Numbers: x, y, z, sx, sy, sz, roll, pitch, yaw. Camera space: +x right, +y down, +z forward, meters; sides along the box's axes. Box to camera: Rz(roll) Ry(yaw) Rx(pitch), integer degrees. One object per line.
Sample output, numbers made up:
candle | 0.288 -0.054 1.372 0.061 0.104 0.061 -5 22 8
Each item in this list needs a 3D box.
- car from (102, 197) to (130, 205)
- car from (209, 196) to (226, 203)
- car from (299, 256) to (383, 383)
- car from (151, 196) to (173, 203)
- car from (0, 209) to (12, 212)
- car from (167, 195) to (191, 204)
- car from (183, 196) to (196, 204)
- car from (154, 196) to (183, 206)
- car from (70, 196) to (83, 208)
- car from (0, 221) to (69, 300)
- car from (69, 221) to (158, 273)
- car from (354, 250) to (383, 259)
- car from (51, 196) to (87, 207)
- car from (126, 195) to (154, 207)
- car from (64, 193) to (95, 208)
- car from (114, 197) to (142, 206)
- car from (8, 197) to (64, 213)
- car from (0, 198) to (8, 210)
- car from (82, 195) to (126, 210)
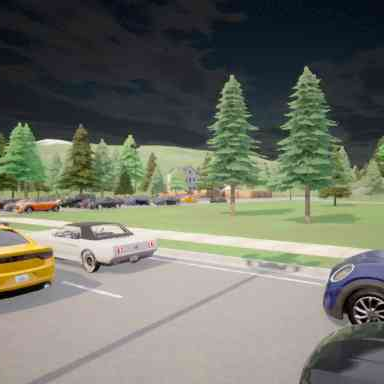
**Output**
car | -13.352 1.601 58.691 1.895 1.301 4.718 0 0 36
car | 5.104 1.564 66.057 1.994 1.385 4.181 0 0 37
car | 3.085 1.505 1.775 4.892 1.490 1.837 0 0 35
car | -6.107 1.526 68.496 1.812 1.442 4.674 0 0 36
car | -10.861 1.601 16.006 4.718 1.301 1.895 0 0 35
car | -2.612 1.491 67.372 2.128 1.511 4.902 0 0 37
car | -1.199 1.477 63.437 1.882 1.535 5.008 0 0 37
car | -4.033 1.505 53.664 1.837 1.490 4.892 0 0 36
car | -14.089 1.564 45.825 1.994 1.385 4.181 0 0 36
car | -5.235 1.478 7.708 5.008 1.535 1.882 0 0 35
car | -3.453 1.601 10.738 4.718 1.301 1.895 0 0 35
car | 4.480 1.352 5.081 4.553 1.767 2.097 0 0 36
car | -18.887 1.478 51.120 1.882 1.535 5.008 0 0 36
car | -8.866 1.353 52.980 2.097 1.767 4.553 0 0 36
car | -16.508 1.221 48.444 2.150 2.045 5.566 0 0 36
car | -10.748 1.601 56.332 1.895 1.301 4.718 0 0 36
car | -16.823 1.351 36.127 2.097 1.767 4.553 0 0 36
car | -19.270 1.526 38.724 1.812 1.442 4.674 0 0 36
car | -11.418 1.505 43.550 1.837 1.490 4.892 0 0 36
